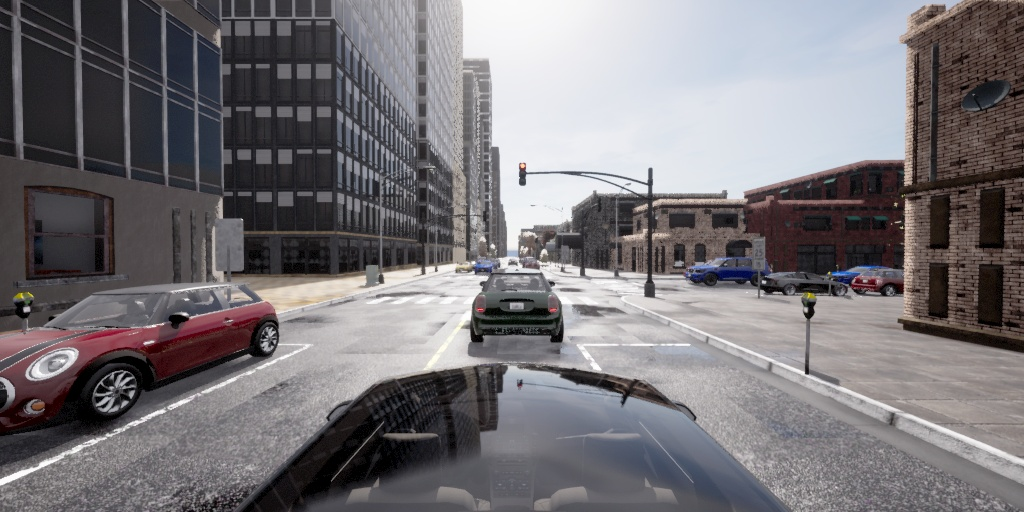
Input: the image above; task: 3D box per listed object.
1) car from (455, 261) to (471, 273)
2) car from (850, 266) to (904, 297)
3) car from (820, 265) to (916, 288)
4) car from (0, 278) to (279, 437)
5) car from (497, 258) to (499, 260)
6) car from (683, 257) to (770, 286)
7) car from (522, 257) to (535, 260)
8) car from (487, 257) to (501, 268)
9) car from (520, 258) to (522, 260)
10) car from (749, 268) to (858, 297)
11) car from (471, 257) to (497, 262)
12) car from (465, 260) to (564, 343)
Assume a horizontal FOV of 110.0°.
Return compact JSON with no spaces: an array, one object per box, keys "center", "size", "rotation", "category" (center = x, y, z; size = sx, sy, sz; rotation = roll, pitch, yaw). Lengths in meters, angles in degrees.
[{"center":[-5.773,1.265,43.335],"size":[1.751,1.417,4.829],"rotation":[0,0,0],"category":"car"},{"center":[21.984,1.474,20.324],"size":[4.097,1.591,1.967],"rotation":[0,0,1],"category":"car"},{"center":[25.731,1.456,26.051],"size":[5.008,1.535,1.882],"rotation":[1,1,1],"category":"car"},{"center":[-5.687,1.189,5.557],"size":[1.967,1.591,4.097],"rotation":[0,0,0],"category":"car"},{"center":[-3.033,1.091,49.751],"size":[2.097,1.767,4.553],"rotation":[0,0,0],"category":"car"},{"center":[15.763,1.105,26.190],"size":[5.566,2.045,2.150],"rotation":[1,1,1],"category":"car"},{"center":[2.753,1.179,49.082],"size":[1.967,1.591,4.097],"rotation":[0,0,0],"category":"car"},{"center":[-2.999,1.092,60.347],"size":[2.097,1.767,4.553],"rotation":[0,0,0],"category":"car"},{"center":[2.769,1.052,60.371],"size":[2.192,1.841,5.009],"rotation":[0,0,0],"category":"car"},{"center":[16.436,1.547,20.403],"size":[4.313,1.339,1.948],"rotation":[0,0,1],"category":"car"},{"center":[-3.051,1.218,39.838],"size":[1.882,1.535,5.008],"rotation":[0,0,0],"category":"car"},{"center":[0.146,1.100,9.857],"size":[2.097,1.767,4.553],"rotation":[0,0,1],"category":"car"}]
